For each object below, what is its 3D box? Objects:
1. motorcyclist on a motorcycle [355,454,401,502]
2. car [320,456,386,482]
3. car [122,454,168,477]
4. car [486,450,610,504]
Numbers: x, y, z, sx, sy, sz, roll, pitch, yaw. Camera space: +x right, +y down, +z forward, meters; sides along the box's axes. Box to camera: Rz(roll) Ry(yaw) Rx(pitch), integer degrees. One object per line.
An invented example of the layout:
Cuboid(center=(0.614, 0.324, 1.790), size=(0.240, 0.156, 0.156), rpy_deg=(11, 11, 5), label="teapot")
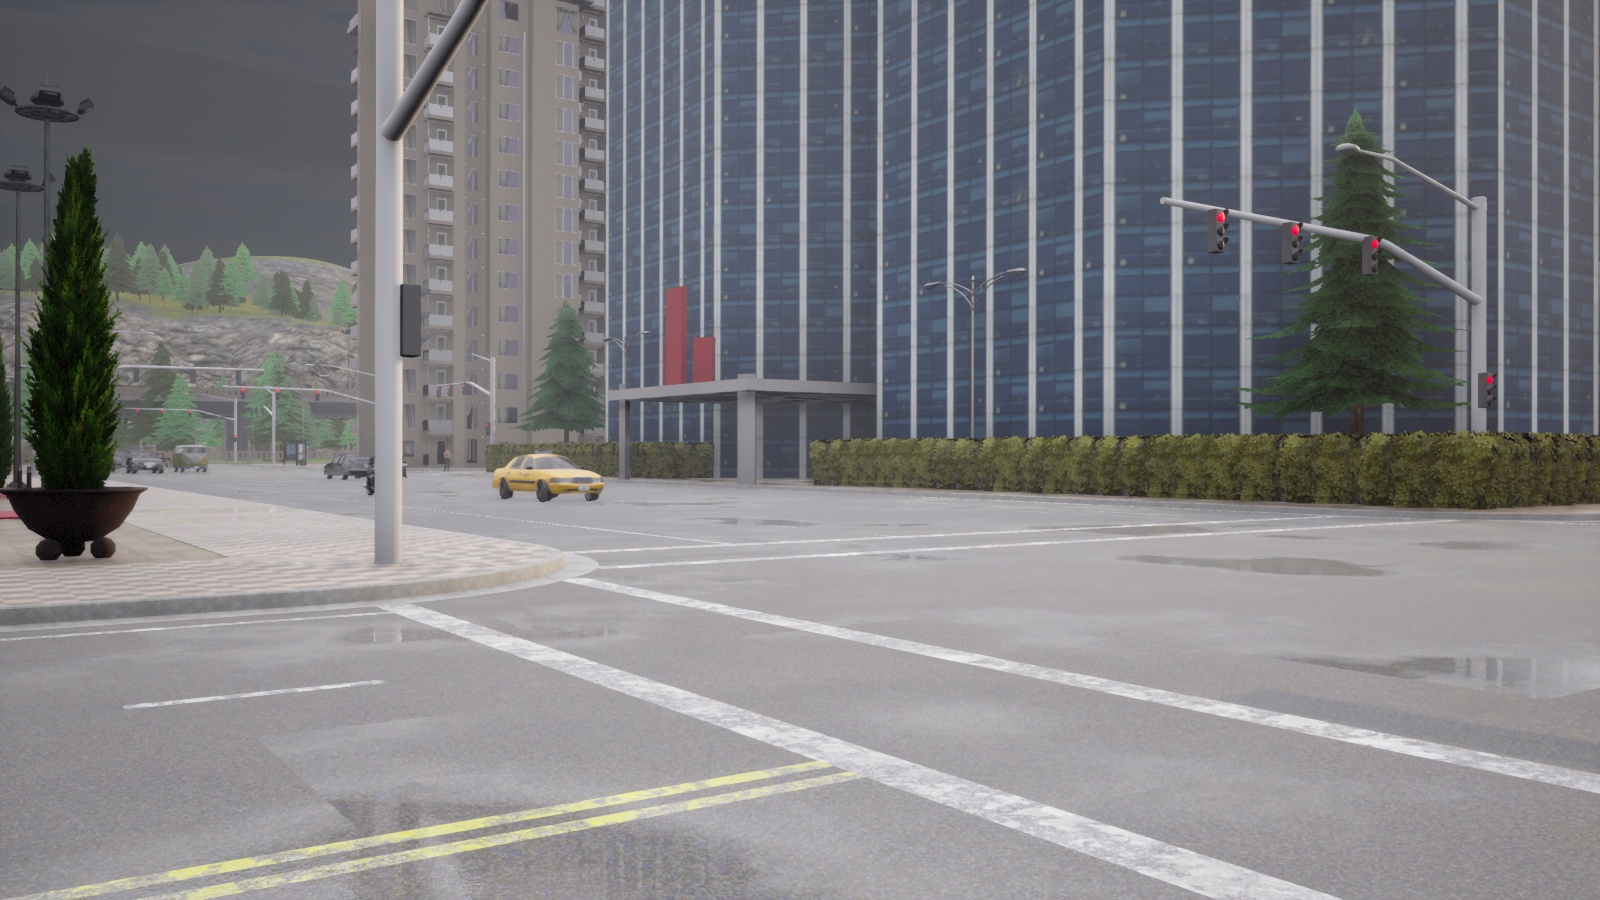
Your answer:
Cuboid(center=(-14.085, 0.912, 41.910), size=(0.866, 1.530, 2.191), rpy_deg=(0, 0, -35), label="motorcyclist on a motorcycle")
Cuboid(center=(-24.587, 1.013, 68.936), size=(2.033, 1.411, 5.357), rpy_deg=(0, 0, -35), label="car")
Cuboid(center=(-43.974, 1.000, 84.274), size=(2.128, 1.511, 4.902), rpy_deg=(0, 0, -35), label="car")
Cuboid(center=(-7.983, 0.797, 39.332), size=(1.801, 1.575, 5.366), rpy_deg=(0, 0, -35), label="car")
